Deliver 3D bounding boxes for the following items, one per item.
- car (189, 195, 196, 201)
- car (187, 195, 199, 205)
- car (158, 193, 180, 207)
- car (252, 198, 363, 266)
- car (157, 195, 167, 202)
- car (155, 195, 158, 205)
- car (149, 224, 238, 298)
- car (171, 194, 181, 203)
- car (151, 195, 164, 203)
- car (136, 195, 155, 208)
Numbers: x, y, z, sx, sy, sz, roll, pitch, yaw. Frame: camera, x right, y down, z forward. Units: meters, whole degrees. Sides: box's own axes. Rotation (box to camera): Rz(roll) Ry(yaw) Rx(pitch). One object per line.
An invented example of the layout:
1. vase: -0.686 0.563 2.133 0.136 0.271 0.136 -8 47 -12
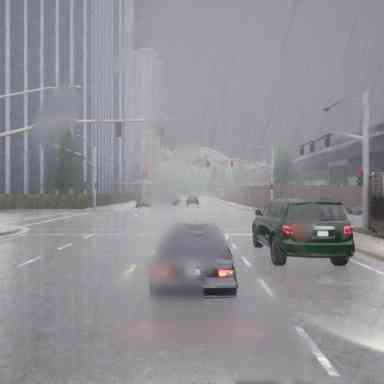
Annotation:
1. car: 0.027 1.500 87.593 1.837 1.490 4.892 0 0 0
2. car: 0.116 1.352 60.433 2.097 1.767 4.553 0 0 0
3. car: -3.572 1.221 52.851 2.150 2.045 5.566 0 0 0
4. car: 3.575 1.221 11.697 2.150 2.045 5.566 0 0 1
5. car: -6.976 1.516 78.290 1.812 1.442 4.674 0 0 0
6. car: -7.061 1.352 58.115 2.097 1.767 4.553 0 0 0
7. car: 0.057 1.547 8.664 2.033 1.411 5.357 0 0 1
8. car: -3.478 1.355 72.579 2.097 1.767 4.553 0 0 0
9. car: -6.992 1.491 68.052 2.128 1.511 4.902 0 0 0
10. car: -7.077 1.504 48.923 1.837 1.490 4.892 0 0 0
